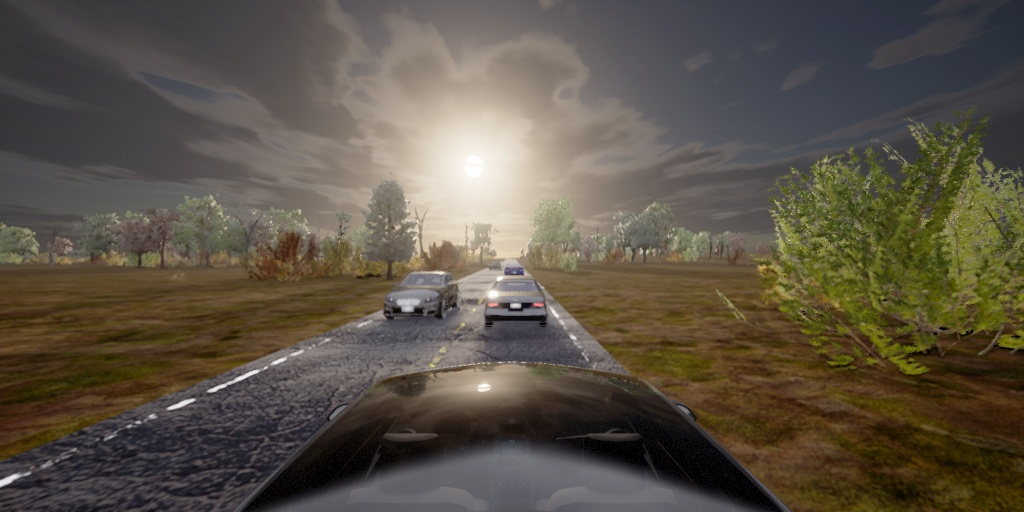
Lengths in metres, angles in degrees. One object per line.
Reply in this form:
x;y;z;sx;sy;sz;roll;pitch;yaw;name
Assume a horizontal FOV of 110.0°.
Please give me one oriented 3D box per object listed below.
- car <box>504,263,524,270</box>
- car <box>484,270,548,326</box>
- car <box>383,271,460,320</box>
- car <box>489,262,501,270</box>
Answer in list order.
0.217;1.416;36.123;1.882;1.535;5.008;0;0;0;car
0.127;1.356;11.854;2.033;1.411;5.357;0;0;1;car
-3.063;1.306;12.991;2.128;1.511;4.902;0;0;0;car
-2.805;1.621;60.416;1.994;1.385;4.181;0;0;0;car
